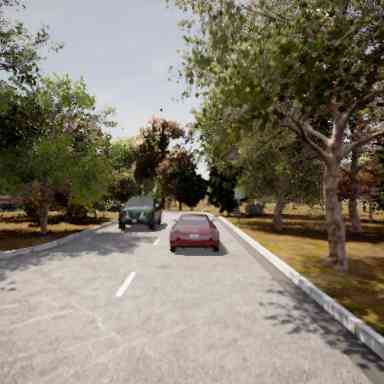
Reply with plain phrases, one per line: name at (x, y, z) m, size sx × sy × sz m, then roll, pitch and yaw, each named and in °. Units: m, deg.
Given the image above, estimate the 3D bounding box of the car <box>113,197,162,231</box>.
car at (-3.285, 1.333, 22.015) m, size 2.150 × 2.045 × 5.566 m, roll 0°, pitch 0°, yaw 1°

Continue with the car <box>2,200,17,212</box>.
car at (-26.324, 1.868, 44.979) m, size 5.008 × 1.535 × 1.882 m, roll 0°, pitch -1°, yaw 6°

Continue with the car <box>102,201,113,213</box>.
car at (-9.015, 1.809, 39.728) m, size 4.892 × 1.490 × 1.837 m, roll 0°, pitch -3°, yaw 25°

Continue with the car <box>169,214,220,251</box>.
car at (0.096, 1.617, 14.374) m, size 1.994 × 1.385 × 4.181 m, roll 0°, pitch 0°, yaw 0°

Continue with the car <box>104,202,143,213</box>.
car at (-9.053, 2.001, 43.806) m, size 4.718 × 1.301 × 1.895 m, roll 0°, pitch -2°, yaw 24°
